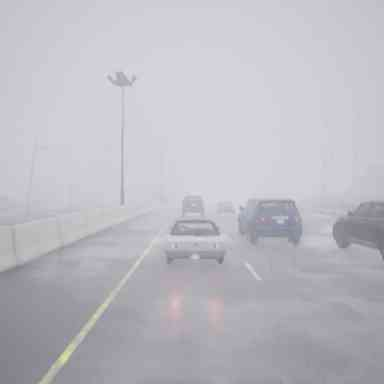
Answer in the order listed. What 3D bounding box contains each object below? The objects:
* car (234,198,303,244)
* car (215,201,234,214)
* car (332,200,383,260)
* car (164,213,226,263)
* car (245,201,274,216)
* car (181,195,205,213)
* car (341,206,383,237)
[{"bbox_3d":[3.605,1.287,16.211,2.150,2.045,5.566,0,0,0],"label":"car"},{"bbox_3d":[3.590,1.687,36.624,2.033,1.411,5.357,0,0,0],"label":"car"},{"bbox_3d":[7.113,1.270,11.848,2.150,2.045,5.566,0,0,-1],"label":"car"},{"bbox_3d":[0.103,1.648,12.140,1.895,1.301,4.718,0,0,0],"label":"car"},{"bbox_3d":[7.092,1.684,35.520,2.033,1.411,5.357,0,0,0],"label":"car"},{"bbox_3d":[0.097,1.349,33.224,2.150,2.045,5.566,0,0,0],"label":"car"},{"bbox_3d":[10.604,1.601,19.256,1.812,1.442,4.674,0,0,0],"label":"car"}]
